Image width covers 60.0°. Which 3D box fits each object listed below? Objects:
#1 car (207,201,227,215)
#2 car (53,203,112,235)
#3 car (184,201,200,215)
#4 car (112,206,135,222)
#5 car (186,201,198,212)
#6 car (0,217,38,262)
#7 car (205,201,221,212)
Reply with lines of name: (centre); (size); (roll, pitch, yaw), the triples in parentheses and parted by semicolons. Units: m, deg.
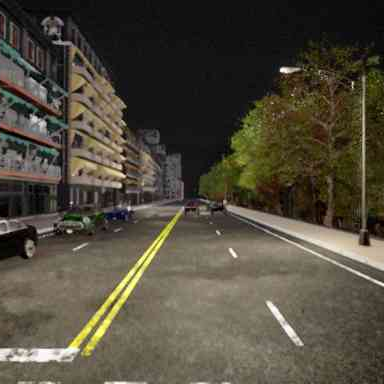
car: (3.234, 2.028, 40.745); (2.128, 1.511, 4.902); (0, -1, 0)
car: (-6.594, 1.566, 20.169); (2.097, 1.767, 4.553); (0, -1, 0)
car: (-0.016, 2.011, 40.740); (2.128, 1.511, 4.902); (0, -1, 0)
car: (-6.559, 1.950, 30.425); (1.895, 1.301, 4.718); (0, -1, 0)
car: (-0.021, 2.184, 51.163); (1.812, 1.442, 4.674); (0, -1, 0)
car: (-6.599, 1.578, 10.363); (2.128, 1.511, 4.902); (0, -1, 0)
car: (3.228, 2.167, 51.164); (2.128, 1.511, 4.902); (0, -1, 0)
